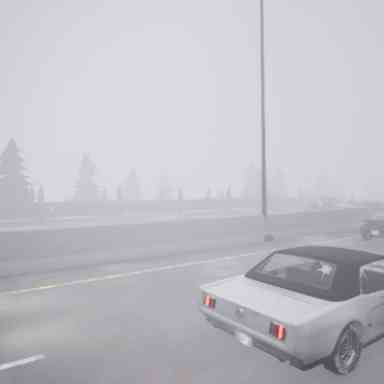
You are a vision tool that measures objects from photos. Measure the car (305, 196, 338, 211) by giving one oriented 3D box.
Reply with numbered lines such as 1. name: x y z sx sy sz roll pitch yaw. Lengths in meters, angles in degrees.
1. car: 14.204 1.189 35.742 4.553 1.767 2.097 0 0 -36

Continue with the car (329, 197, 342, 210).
1. car: 15.908 1.435 32.662 4.718 1.301 1.895 0 0 -36

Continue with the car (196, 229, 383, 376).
1. car: 2.472 1.575 5.536 4.718 1.301 1.895 0 0 -36

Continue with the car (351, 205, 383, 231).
1. car: 9.216 1.440 14.684 4.674 1.442 1.812 0 0 -36

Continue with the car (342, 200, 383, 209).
1. car: 14.729 1.417 27.504 4.181 1.385 1.994 0 0 -36
